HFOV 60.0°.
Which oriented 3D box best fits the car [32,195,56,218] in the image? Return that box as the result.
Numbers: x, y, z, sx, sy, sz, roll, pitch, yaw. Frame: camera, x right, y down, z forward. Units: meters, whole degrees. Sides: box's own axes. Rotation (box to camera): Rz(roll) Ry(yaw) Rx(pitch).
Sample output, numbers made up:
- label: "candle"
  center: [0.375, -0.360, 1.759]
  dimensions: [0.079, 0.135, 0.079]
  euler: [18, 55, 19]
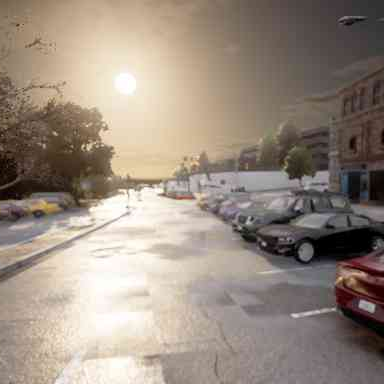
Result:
- label: "car"
  center: [-14.170, 1.337, 26.949]
  dimensions: [5.366, 1.575, 1.946]
  euler: [-1, 0, -23]

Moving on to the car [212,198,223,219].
- label: "car"
  center: [4.164, 1.359, 23.588]
  dimensions: [4.674, 1.452, 2.002]
  euler: [1, 1, -23]

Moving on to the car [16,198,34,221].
- label: "car"
  center: [-14.168, 1.401, 23.915]
  dimensions: [4.674, 1.452, 2.002]
  euler: [-1, 1, -23]

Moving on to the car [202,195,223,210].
- label: "car"
  center: [3.839, 1.280, 29.621]
  dimensions: [4.892, 1.521, 2.231]
  euler: [1, 1, -24]

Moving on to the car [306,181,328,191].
- label: "car"
  center: [20.935, -0.741, 54.035]
  dimensions: [2.435, 2.045, 5.566]
  euler: [-7, 4, -29]

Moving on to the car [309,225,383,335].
- label: "car"
  center: [4.716, 1.442, 5.474]
  dimensions: [5.008, 1.535, 2.097]
  euler: [1, 0, -21]

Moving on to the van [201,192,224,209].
- label: "van"
  center: [3.537, 1.031, 32.584]
  dimensions: [4.442, 1.987, 1.878]
  euler: [1, 1, -24]

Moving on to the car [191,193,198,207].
- label: "car"
  center: [3.032, 1.213, 38.583]
  dimensions: [5.366, 1.575, 1.946]
  euler: [0, 1, -25]

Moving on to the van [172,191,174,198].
- label: "van"
  center: [-1.931, 0.906, 82.165]
  dimensions: [4.442, 1.987, 1.878]
  euler: [0, 1, -30]

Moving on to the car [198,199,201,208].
- label: "car"
  center: [3.460, 1.112, 35.660]
  dimensions: [4.553, 1.767, 2.185]
  euler: [1, 1, -24]

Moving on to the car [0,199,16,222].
- label: "car"
  center: [-14.017, 1.419, 20.958]
  dimensions: [4.674, 1.452, 2.002]
  euler: [-1, 1, -22]

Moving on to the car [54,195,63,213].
- label: "car"
  center: [-14.691, 1.325, 29.753]
  dimensions: [5.366, 1.575, 1.946]
  euler: [-1, 1, -23]

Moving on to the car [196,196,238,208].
- label: "car"
  center: [3.139, 1.233, 41.642]
  dimensions: [4.792, 1.488, 2.163]
  euler: [0, 0, -25]

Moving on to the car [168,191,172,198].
- label: "car"
  center: [-2.353, 0.857, 85.174]
  dimensions: [5.566, 2.045, 2.435]
  euler: [0, 1, -30]

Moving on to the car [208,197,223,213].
- label: "car"
  center: [4.000, 1.339, 26.608]
  dimensions: [4.674, 1.452, 2.002]
  euler: [1, 0, -23]

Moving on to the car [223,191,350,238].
- label: "car"
  center: [4.502, 1.129, 14.515]
  dimensions: [5.566, 2.045, 2.435]
  euler: [1, 1, -22]

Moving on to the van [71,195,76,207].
- label: "van"
  center: [-14.839, 1.061, 35.783]
  dimensions: [4.442, 1.987, 1.878]
  euler: [-1, 0, -24]

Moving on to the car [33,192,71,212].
- label: "car"
  center: [-14.692, 1.181, 32.793]
  dimensions: [4.553, 1.767, 2.185]
  euler: [-1, 1, -24]

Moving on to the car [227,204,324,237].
- label: "car"
  center: [4.416, 1.400, 17.556]
  dimensions: [4.674, 1.452, 2.002]
  euler: [1, 0, -22]

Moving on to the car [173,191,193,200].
- label: "car"
  center: [-1.381, 1.031, 79.240]
  dimensions: [4.553, 1.767, 2.185]
  euler: [0, 0, -29]

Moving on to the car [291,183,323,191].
- label: "car"
  center: [17.979, -0.158, 53.570]
  dimensions: [2.002, 1.452, 4.674]
  euler: [-7, 4, -29]

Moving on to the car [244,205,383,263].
- label: "car"
  center: [4.614, 1.402, 11.511]
  dimensions: [5.008, 1.535, 2.097]
  euler: [1, 1, -22]
